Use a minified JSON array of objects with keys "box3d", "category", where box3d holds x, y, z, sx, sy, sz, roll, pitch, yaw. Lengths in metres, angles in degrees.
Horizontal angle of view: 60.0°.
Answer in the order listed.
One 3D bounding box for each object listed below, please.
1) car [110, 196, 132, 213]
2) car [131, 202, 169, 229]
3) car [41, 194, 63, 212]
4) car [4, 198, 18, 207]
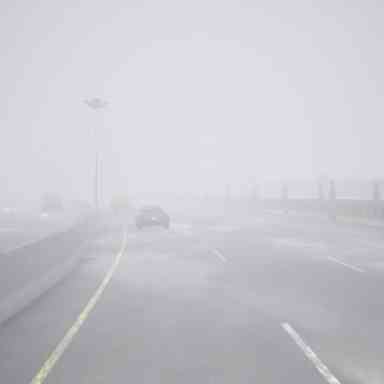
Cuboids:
[{"box3d":[-8.126,1.356,38.143,2.097,1.767,4.553,-1,0,-22],"category":"car"},{"box3d":[-2.709,1.553,21.762,1.994,1.385,4.181,0,0,-13],"category":"car"},{"box3d":[-17.216,1.298,40.754,2.150,2.045,5.566,-1,0,-27],"category":"car"},{"box3d":[-29.776,1.669,54.665,2.128,1.511,4.902,-1,0,-33],"category":"car"}]
